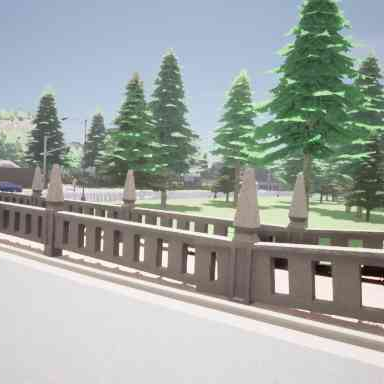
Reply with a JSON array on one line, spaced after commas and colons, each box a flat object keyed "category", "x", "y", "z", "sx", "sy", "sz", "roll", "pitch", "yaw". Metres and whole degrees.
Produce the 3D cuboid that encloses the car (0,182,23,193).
[{"category": "car", "x": -21.382, "y": -0.402, "z": 36.981, "sx": 1.812, "sy": 1.442, "sz": 4.674, "roll": 4, "pitch": 3, "yaw": 37}]
